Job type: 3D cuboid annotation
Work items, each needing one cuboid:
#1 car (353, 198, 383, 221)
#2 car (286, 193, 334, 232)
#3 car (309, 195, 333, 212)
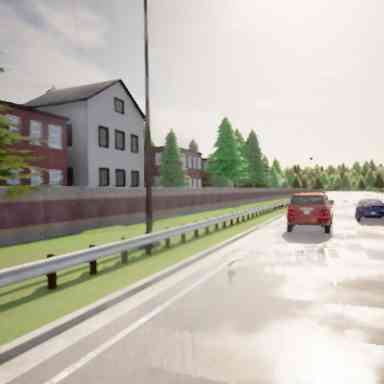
[{"bbox_3d":[12.680,1.182,23.775,1.882,1.535,5.008,-1,0,23],"label":"car"},{"bbox_3d":[6.735,1.049,18.886,2.150,2.045,5.566,-1,0,24],"label":"car"},{"bbox_3d":[13.307,1.156,34.116,2.128,1.511,4.902,-1,0,24],"label":"car"}]
